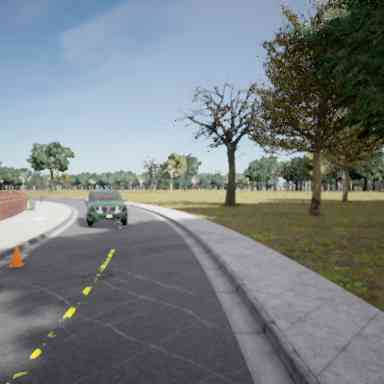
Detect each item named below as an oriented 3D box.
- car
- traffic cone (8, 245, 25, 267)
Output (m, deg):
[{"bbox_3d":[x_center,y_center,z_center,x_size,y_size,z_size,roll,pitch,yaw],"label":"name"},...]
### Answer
[{"bbox_3d":[-5.292,0.891,20.231,2.150,2.045,5.566,0,1,-19],"label":"car"},{"bbox_3d":[-4.989,1.797,9.470,0.340,0.580,0.340,0,1,-7],"label":"traffic cone"}]
